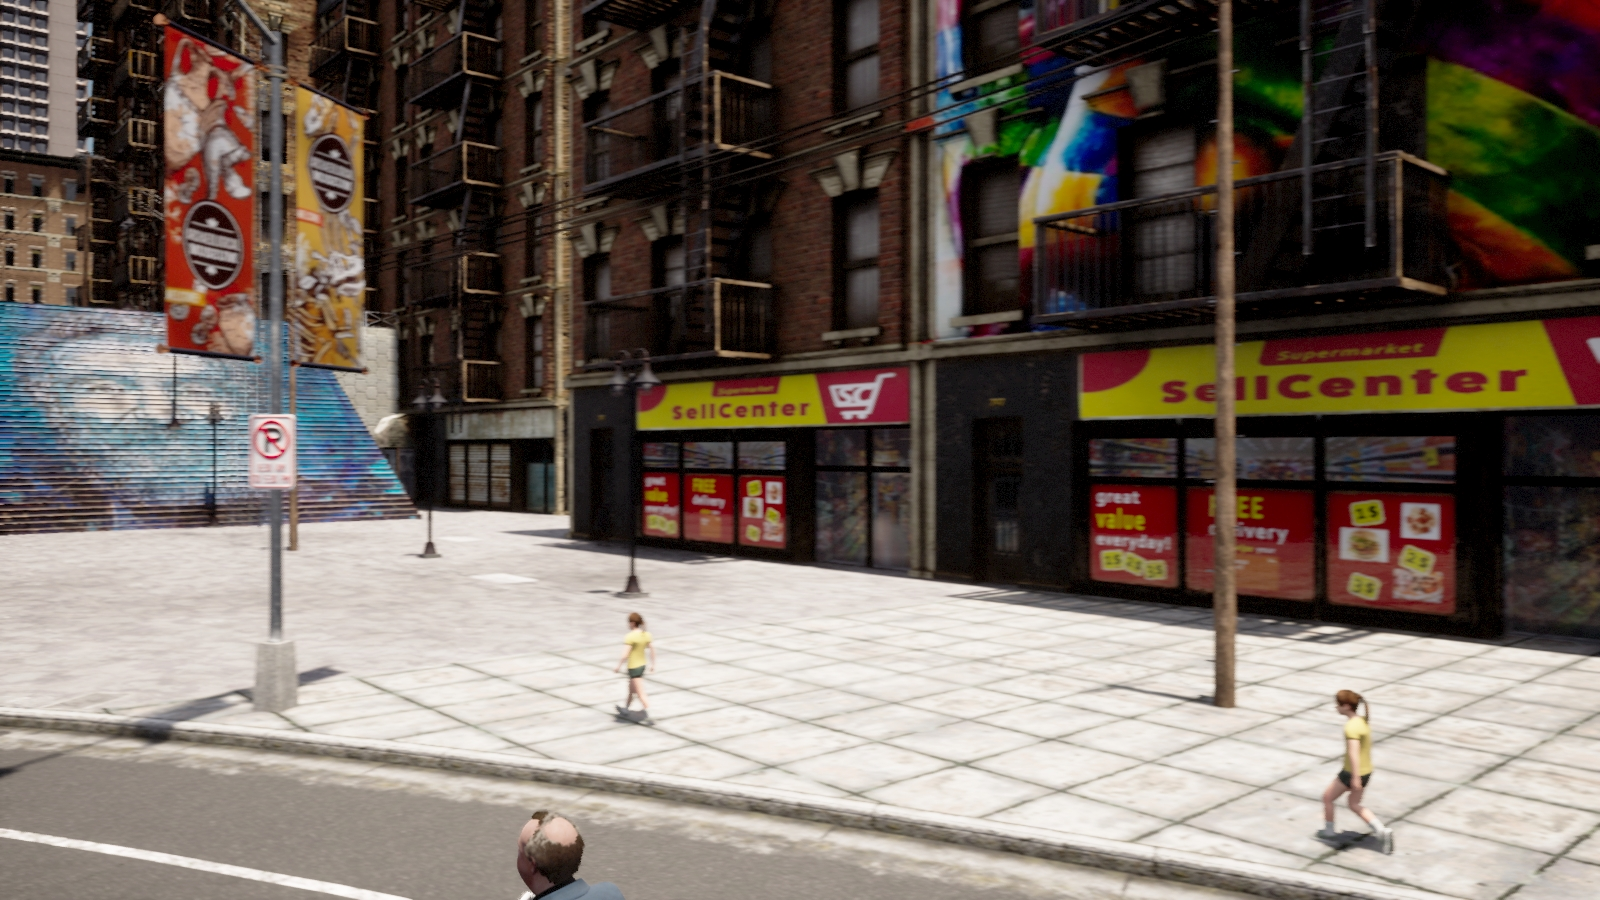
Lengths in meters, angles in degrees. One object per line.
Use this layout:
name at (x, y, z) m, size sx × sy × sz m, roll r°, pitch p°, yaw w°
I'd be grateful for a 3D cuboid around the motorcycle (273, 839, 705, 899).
motorcycle at (-0.908, 2.180, 3.786) m, size 1.805 × 1.236 × 0.856 m, roll 0°, pitch 0°, yaw 28°

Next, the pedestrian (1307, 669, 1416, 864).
pedestrian at (3.726, 2.071, 7.586) m, size 0.500 × 1.100 × 0.500 m, roll 0°, pitch 0°, yaw -42°

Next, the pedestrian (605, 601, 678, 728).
pedestrian at (-1.542, 2.071, 11.126) m, size 0.500 × 1.100 × 0.500 m, roll 0°, pitch 0°, yaw 33°
